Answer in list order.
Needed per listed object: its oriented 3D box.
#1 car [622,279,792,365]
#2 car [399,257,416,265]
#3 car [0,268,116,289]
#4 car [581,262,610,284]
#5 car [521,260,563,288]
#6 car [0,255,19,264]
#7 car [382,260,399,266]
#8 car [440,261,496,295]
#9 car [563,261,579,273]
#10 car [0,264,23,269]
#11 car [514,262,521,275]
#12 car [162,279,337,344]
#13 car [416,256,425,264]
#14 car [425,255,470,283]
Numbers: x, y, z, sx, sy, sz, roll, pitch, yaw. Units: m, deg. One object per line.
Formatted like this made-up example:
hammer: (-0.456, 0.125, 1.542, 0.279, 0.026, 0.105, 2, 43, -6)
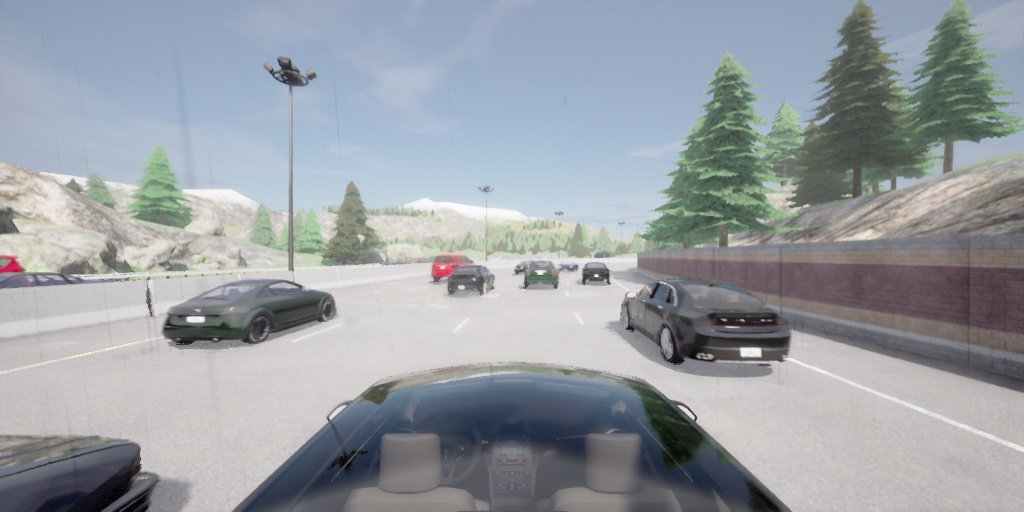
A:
car: (3.861, 1.246, 8.040, 1.837, 1.490, 4.892, 0, 0, 3)
car: (-14.890, 0.940, 55.691, 2.097, 1.767, 4.553, 0, 0, 20)
car: (-17.127, 1.281, 12.296, 2.033, 1.411, 5.357, 0, 0, 4)
car: (6.203, 1.189, 26.765, 1.882, 1.535, 5.008, 0, 0, 11)
car: (2.052, 1.068, 23.461, 2.097, 1.767, 4.553, 0, 0, 9)
car: (-23.956, 0.951, 14.489, 2.150, 2.045, 5.566, 0, 0, 5)
car: (-18.189, 1.277, 56.861, 2.033, 1.411, 5.357, 0, 0, 20)
car: (-2.096, 1.227, 19.460, 1.837, 1.490, 4.892, 0, 0, 7)
car: (6.931, 1.286, 43.311, 1.895, 1.301, 4.718, 0, 0, 18)
car: (-20.611, 1.211, 12.051, 1.882, 1.535, 5.008, 0, 0, 4)
car: (1.711, 1.241, 38.224, 2.033, 1.411, 5.357, 0, 0, 16)
car: (-6.552, 1.302, 9.549, 1.994, 1.385, 4.181, 0, 0, 3)
car: (-11.621, 0.979, 54.438, 2.150, 2.045, 5.566, 0, 0, 20)
car: (-4.334, 0.931, 27.675, 2.150, 2.045, 5.566, 0, 0, 11)
